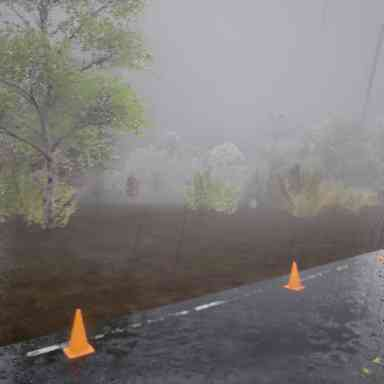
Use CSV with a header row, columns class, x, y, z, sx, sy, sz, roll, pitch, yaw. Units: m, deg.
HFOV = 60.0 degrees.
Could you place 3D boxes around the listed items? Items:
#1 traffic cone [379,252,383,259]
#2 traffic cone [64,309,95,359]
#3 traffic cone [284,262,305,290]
class,x,y,z,sx,sy,sz,roll,pitch,yaw
traffic cone,6.264,1.857,10.692,0.340,0.580,0.340,-1,0,-39
traffic cone,-1.597,1.949,4.696,0.340,0.580,0.340,-1,0,-36
traffic cone,2.365,1.903,7.653,0.340,0.580,0.340,-1,0,-37
